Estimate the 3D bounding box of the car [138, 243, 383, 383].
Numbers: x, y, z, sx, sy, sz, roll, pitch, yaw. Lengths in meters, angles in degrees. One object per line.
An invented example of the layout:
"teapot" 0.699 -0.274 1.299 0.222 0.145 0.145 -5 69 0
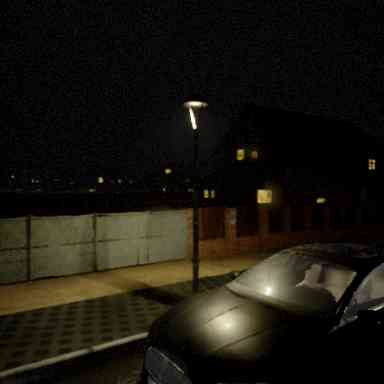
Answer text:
"car" 1.729 1.483 4.233 4.902 1.511 2.128 0 0 -35
